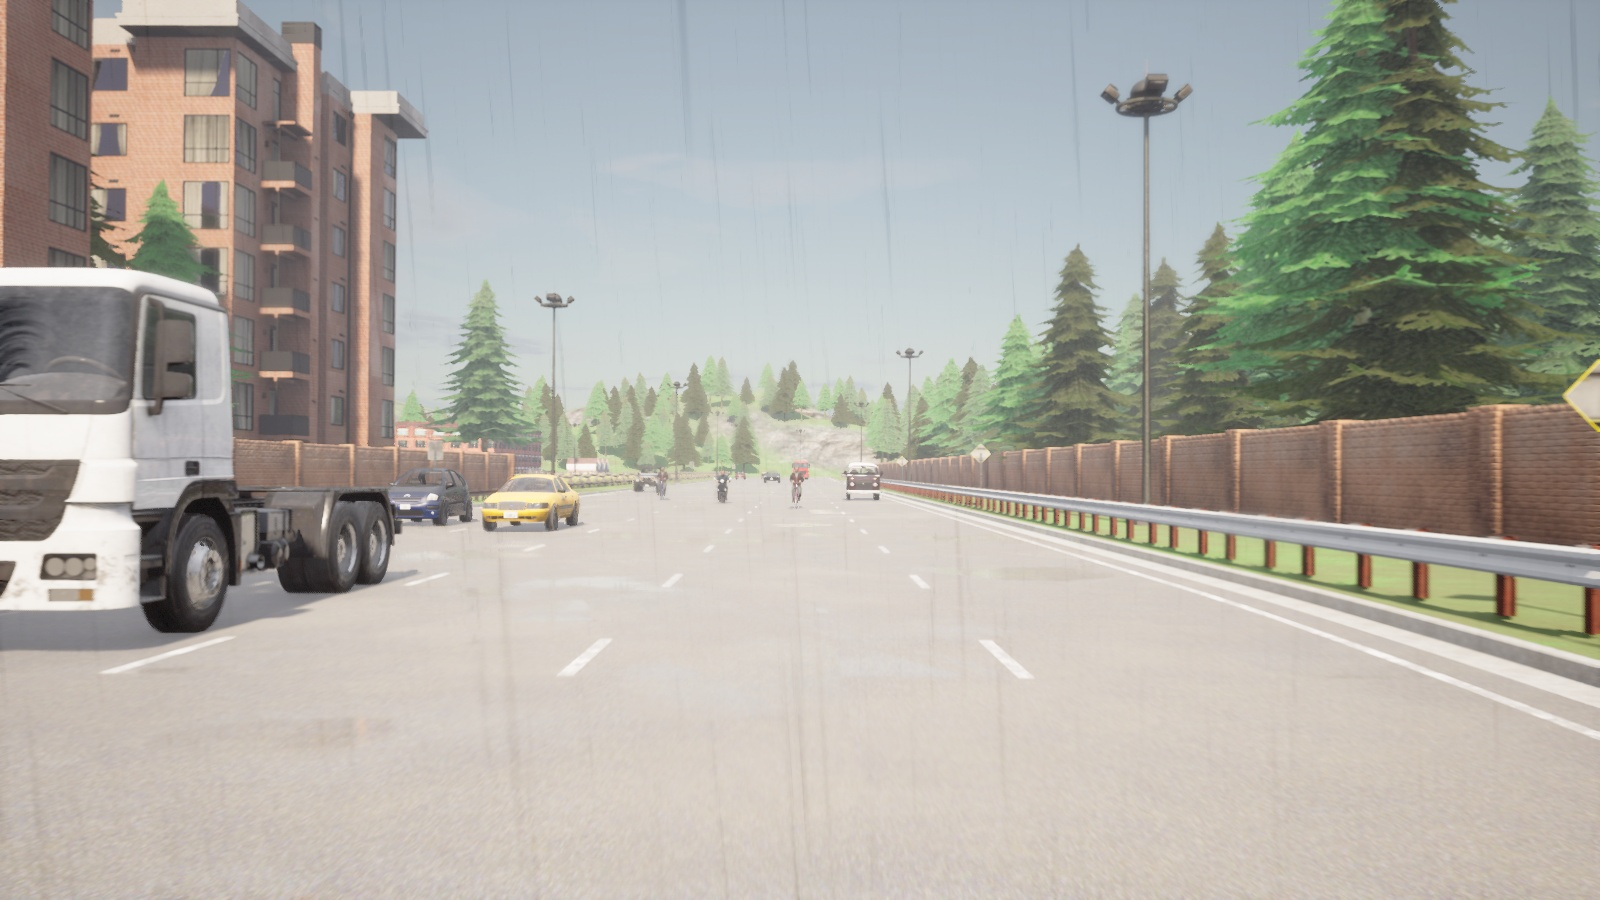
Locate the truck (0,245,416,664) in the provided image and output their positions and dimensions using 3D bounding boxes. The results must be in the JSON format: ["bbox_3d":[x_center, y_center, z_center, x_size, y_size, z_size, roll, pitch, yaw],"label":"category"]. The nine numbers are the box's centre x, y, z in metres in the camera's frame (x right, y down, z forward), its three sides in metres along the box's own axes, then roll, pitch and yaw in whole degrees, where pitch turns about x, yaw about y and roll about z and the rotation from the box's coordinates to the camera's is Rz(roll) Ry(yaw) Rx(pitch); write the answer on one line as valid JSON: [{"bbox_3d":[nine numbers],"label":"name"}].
[{"bbox_3d":[-7.039,0.101,14.365,2.891,3.462,7.936,0,-1,0],"label":"truck"}]

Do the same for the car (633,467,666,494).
[{"bbox_3d":[-10.719,2.156,89.847,1.905,1.878,3.866,0,-1,0],"label":"car"}]

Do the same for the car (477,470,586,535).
[{"bbox_3d":[-7.082,1.346,33.649,1.801,1.575,5.366,0,-1,0],"label":"car"}]

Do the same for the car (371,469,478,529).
[{"bbox_3d":[-10.587,1.352,35.690,1.851,1.617,3.988,0,-1,0],"label":"car"}]

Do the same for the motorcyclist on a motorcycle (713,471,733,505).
[{"bbox_3d":[-3.645,1.778,59.508,0.866,1.590,1.817,0,-1,0],"label":"motorcyclist on a motorcycle"}]

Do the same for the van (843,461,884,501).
[{"bbox_3d":[3.383,1.655,67.641,2.069,2.038,4.480,0,-1,2],"label":"van"}]
